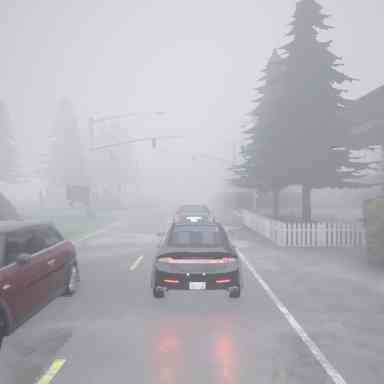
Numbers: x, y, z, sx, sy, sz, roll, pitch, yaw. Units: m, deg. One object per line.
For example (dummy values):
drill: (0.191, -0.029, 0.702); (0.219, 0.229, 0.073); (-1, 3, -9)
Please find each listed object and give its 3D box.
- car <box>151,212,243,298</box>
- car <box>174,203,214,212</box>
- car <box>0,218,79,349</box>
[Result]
car: (0.097, 1.492, 8.477); (2.128, 1.511, 4.902); (0, 0, 0)
car: (0.094, 1.352, 17.631); (2.097, 1.767, 4.553); (0, 0, 0)
car: (-3.595, 1.352, 5.609); (2.097, 1.767, 4.553); (0, 0, 0)
